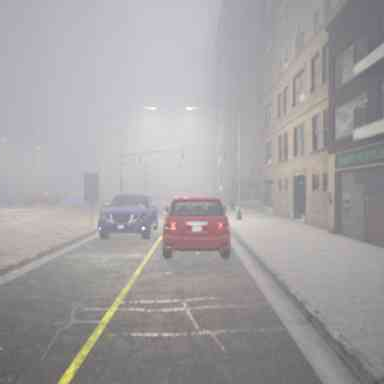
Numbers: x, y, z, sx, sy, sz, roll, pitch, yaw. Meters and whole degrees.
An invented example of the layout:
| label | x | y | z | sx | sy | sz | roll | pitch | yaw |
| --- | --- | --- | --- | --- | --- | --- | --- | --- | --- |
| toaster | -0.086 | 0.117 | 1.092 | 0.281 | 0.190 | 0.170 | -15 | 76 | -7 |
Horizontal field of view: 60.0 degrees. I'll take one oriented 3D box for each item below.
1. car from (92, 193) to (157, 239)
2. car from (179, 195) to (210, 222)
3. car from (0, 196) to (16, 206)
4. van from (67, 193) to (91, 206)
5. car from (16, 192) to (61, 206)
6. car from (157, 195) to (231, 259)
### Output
| label | x | y | z | sx | sy | sz | roll | pitch | yaw |
| --- | --- | --- | --- | --- | --- | --- | --- | --- | --- |
| car | -2.936 | 1.065 | 16.507 | 2.150 | 2.045 | 5.566 | 0 | 0 | 0 |
| car | 0.195 | 1.129 | 24.519 | 2.097 | 1.767 | 4.553 | 0 | 0 | 0 |
| car | -25.830 | 1.204 | 44.578 | 4.313 | 1.339 | 1.947 | 0 | 0 | -1 |
| van | -14.550 | 0.982 | 44.704 | 3.998 | 1.788 | 1.690 | 0 | 0 | -1 |
| car | -20.190 | 0.956 | 44.640 | 5.009 | 1.841 | 2.192 | 0 | 0 | -1 |
| car | 0.146 | 1.109 | 12.251 | 2.150 | 2.045 | 5.566 | 0 | 1 | 0 |
